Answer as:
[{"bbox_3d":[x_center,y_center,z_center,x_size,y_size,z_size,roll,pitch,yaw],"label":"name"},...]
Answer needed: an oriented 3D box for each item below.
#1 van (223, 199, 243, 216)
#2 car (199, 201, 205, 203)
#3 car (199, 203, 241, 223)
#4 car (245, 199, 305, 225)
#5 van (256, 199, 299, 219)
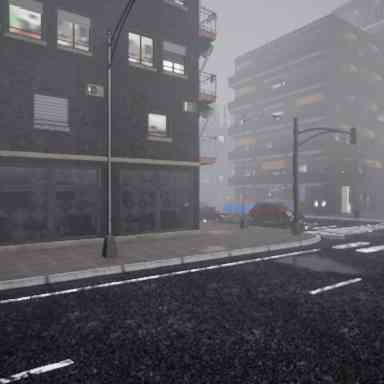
[{"bbox_3d":[5.272,1.725,38.057,1.690,1.788,3.998,-1,0,-36],"label":"van"},{"bbox_3d":[0.670,1.745,34.564,2.097,1.767,4.553,0,-1,-36],"label":"car"},{"bbox_3d":[1.826,1.907,28.632,1.802,1.307,4.206,-1,0,-36],"label":"car"},{"bbox_3d":[6.656,1.612,26.395,2.097,1.767,4.553,0,-1,-36],"label":"car"},{"bbox_3d":[8.577,1.651,33.534,1.690,1.788,3.998,-1,0,-36],"label":"van"}]
